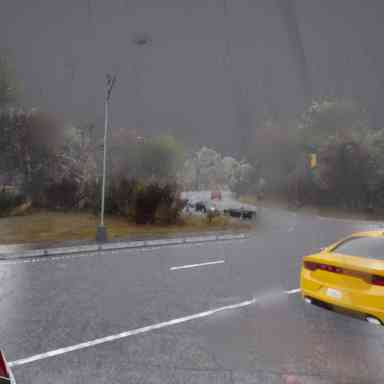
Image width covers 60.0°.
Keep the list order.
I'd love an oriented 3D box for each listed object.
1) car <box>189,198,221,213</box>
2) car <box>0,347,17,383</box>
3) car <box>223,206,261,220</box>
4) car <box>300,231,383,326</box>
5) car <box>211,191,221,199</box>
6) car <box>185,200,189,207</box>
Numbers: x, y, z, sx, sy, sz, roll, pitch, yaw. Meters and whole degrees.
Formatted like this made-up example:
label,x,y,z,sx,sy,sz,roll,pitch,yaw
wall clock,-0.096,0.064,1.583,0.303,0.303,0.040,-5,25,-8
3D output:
label,x,y,z,sx,sy,sz,roll,pitch,yaw
car,1.773,1.926,43.099,2.128,1.511,4.902,2,0,-19
car,-3.240,1.353,1.440,4.553,1.767,2.097,0,0,-35
car,5.105,2.147,34.294,1.895,1.301,4.718,3,-1,-22
car,4.352,1.542,6.855,5.008,1.535,1.882,1,-1,-35
car,5.737,0.741,78.963,2.150,2.045,5.566,2,2,-1
car,-1.046,1.726,52.688,1.994,1.385,4.181,2,1,-14
